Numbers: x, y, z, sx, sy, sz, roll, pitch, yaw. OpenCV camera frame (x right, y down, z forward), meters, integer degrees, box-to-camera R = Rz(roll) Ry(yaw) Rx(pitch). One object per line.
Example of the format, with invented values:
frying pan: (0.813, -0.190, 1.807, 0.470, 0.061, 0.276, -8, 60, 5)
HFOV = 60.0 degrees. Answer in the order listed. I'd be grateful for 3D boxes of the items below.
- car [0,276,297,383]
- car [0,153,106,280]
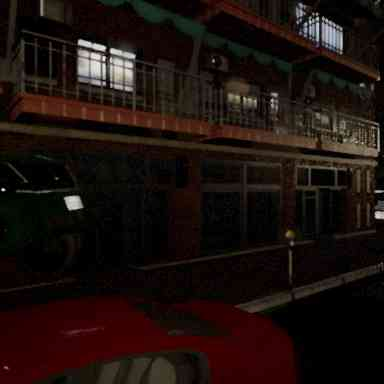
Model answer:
car: (-1.174, 1.541, 2.135, 4.507, 1.381, 1.887, 0, 0, -38)
car: (-3.915, 0.657, 3.867, 5.566, 2.045, 2.150, -19, 0, 9)
